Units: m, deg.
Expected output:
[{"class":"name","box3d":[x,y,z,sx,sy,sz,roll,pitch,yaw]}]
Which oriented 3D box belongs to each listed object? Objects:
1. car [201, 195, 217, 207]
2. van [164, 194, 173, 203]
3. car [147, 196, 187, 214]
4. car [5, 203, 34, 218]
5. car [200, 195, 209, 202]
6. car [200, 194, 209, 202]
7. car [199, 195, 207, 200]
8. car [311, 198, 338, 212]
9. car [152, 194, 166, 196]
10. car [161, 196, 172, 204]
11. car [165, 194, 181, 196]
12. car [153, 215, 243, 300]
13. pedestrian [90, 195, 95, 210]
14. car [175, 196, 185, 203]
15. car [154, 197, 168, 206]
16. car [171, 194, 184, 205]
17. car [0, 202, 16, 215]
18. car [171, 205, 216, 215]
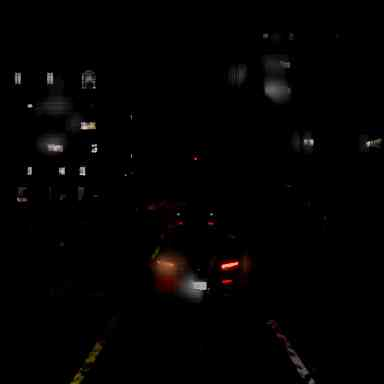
[{"class":"car","box3d":[2.736,1.553,49.328,1.947,1.339,4.313,0,0,0]},{"class":"van","box3d":[-5.066,1.312,71.563,1.690,1.788,3.998,0,0,0]},{"class":"car","box3d":[-2.598,1.493,36.267,1.882,1.535,5.008,0,0,45]},{"class":"car","box3d":[-17.317,1.753,31.826,4.181,1.385,1.994,0,0,1]},{"class":"car","box3d":[2.833,1.407,77.088,1.967,1.590,4.097,0,0,0]},{"class":"car","box3d":[2.775,1.562,60.432,1.802,1.307,4.206,0,0,0]},{"class":"car","box3d":[2.871,1.508,88.193,2.008,1.369,4.403,0,0,0]},{"class":"car","box3d":[15.222,1.339,34.417,5.357,1.411,2.033,-1,0,1]},{"class":"car","box3d":[-5.143,1.302,49.355,2.192,1.841,5.009,0,0,0]},{"class":"car","box3d":[-5.086,1.520,66.011,1.887,1.381,4.507,0,0,0]},{"class":"car","box3d":[-2.635,1.492,49.206,1.837,1.490,4.892,0,0,2]},{"class":"car","box3d":[0.130,1.525,8.294,1.812,1.442,4.674,0,0,0]},{"class":"pedestrian","box3d":[-12.013,1.280,40.130,0.375,1.860,0.375,0,1,1]},{"class":"car","box3d":[-2.510,1.497,69.688,1.812,1.442,4.674,0,0,0]},{"class":"car","box3d":[-5.124,1.528,54.907,1.887,1.381,4.507,0,0,0]},{"class":"car","box3d":[-2.621,1.333,59.430,2.097,1.767,4.553,0,0,1]},{"class":"car","box3d":[-22.334,1.843,37.295,4.206,1.307,1.802,-1,1,1]},{"class":"car","box3d":[0.152,1.562,17.054,1.994,1.385,4.181,0,0,0]}]
